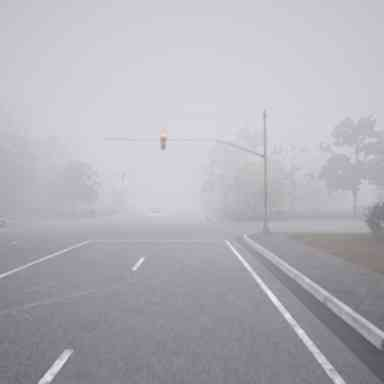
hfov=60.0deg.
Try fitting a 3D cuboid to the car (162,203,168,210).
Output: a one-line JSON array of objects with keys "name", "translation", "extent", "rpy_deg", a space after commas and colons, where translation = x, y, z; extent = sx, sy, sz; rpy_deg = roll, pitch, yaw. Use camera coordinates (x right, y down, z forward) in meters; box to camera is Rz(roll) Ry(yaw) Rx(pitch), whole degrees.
[{"name": "car", "translation": [-6.990, 3.553, 80.914], "extent": [2.128, 1.511, 4.902], "rpy_deg": [0, 0, 0]}]

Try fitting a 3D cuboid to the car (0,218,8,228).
[{"name": "car", "translation": [-17.005, 2.225, 26.138], "extent": [4.892, 1.490, 1.837], "rpy_deg": [0, -2, 8]}]

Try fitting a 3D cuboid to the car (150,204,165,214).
[{"name": "car", "translation": [-7.000, 3.599, 65.411], "extent": [1.994, 1.385, 4.181], "rpy_deg": [0, 0, 0]}]
